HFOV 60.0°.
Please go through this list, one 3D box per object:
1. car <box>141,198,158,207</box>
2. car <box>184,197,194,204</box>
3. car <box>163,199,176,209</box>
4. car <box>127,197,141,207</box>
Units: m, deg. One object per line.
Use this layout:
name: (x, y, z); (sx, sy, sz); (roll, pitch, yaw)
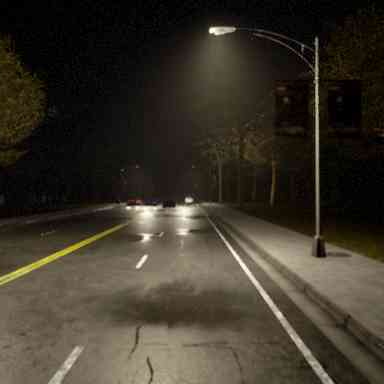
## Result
car: (-6.928, 1.792, 56.827); (1.882, 1.535, 5.008); (0, -1, 0)
car: (-0.628, 1.943, 73.542); (1.812, 1.442, 4.674); (0, 0, -1)
car: (-3.491, 1.762, 52.037); (1.882, 1.535, 5.008); (0, 0, -1)
car: (-10.185, 1.679, 59.168); (2.097, 1.767, 4.553); (0, 0, 0)
